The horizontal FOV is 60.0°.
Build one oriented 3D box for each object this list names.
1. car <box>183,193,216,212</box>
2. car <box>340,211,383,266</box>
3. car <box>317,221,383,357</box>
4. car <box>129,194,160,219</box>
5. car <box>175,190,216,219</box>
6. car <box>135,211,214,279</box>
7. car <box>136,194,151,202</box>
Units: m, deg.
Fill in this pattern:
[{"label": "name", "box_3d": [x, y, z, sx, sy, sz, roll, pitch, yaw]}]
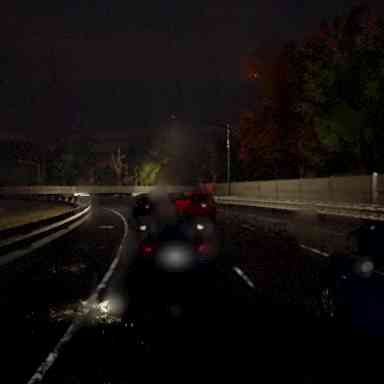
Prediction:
[{"label": "car", "box_3d": [0.687, 1.066, 35.481, 2.097, 1.767, 4.553, 0, 0, -19]}, {"label": "car", "box_3d": [6.463, 1.424, 9.742, 1.812, 1.442, 4.674, 0, 0, -5]}, {"label": "car", "box_3d": [3.322, 1.306, 4.107, 2.097, 1.767, 4.553, 0, 0, -2]}, {"label": "car", "box_3d": [-3.933, 1.149, 27.159, 2.097, 1.767, 4.553, 0, 0, -15]}, {"label": "car", "box_3d": [0.171, 1.017, 25.481, 2.150, 2.045, 5.566, 0, 0, -14]}, {"label": "car", "box_3d": [-0.586, 1.487, 9.850, 1.994, 1.385, 4.181, 0, 0, -6]}, {"label": "car", "box_3d": [-9.176, 1.098, 62.633, 1.994, 1.385, 4.181, 0, 0, -17]}]
